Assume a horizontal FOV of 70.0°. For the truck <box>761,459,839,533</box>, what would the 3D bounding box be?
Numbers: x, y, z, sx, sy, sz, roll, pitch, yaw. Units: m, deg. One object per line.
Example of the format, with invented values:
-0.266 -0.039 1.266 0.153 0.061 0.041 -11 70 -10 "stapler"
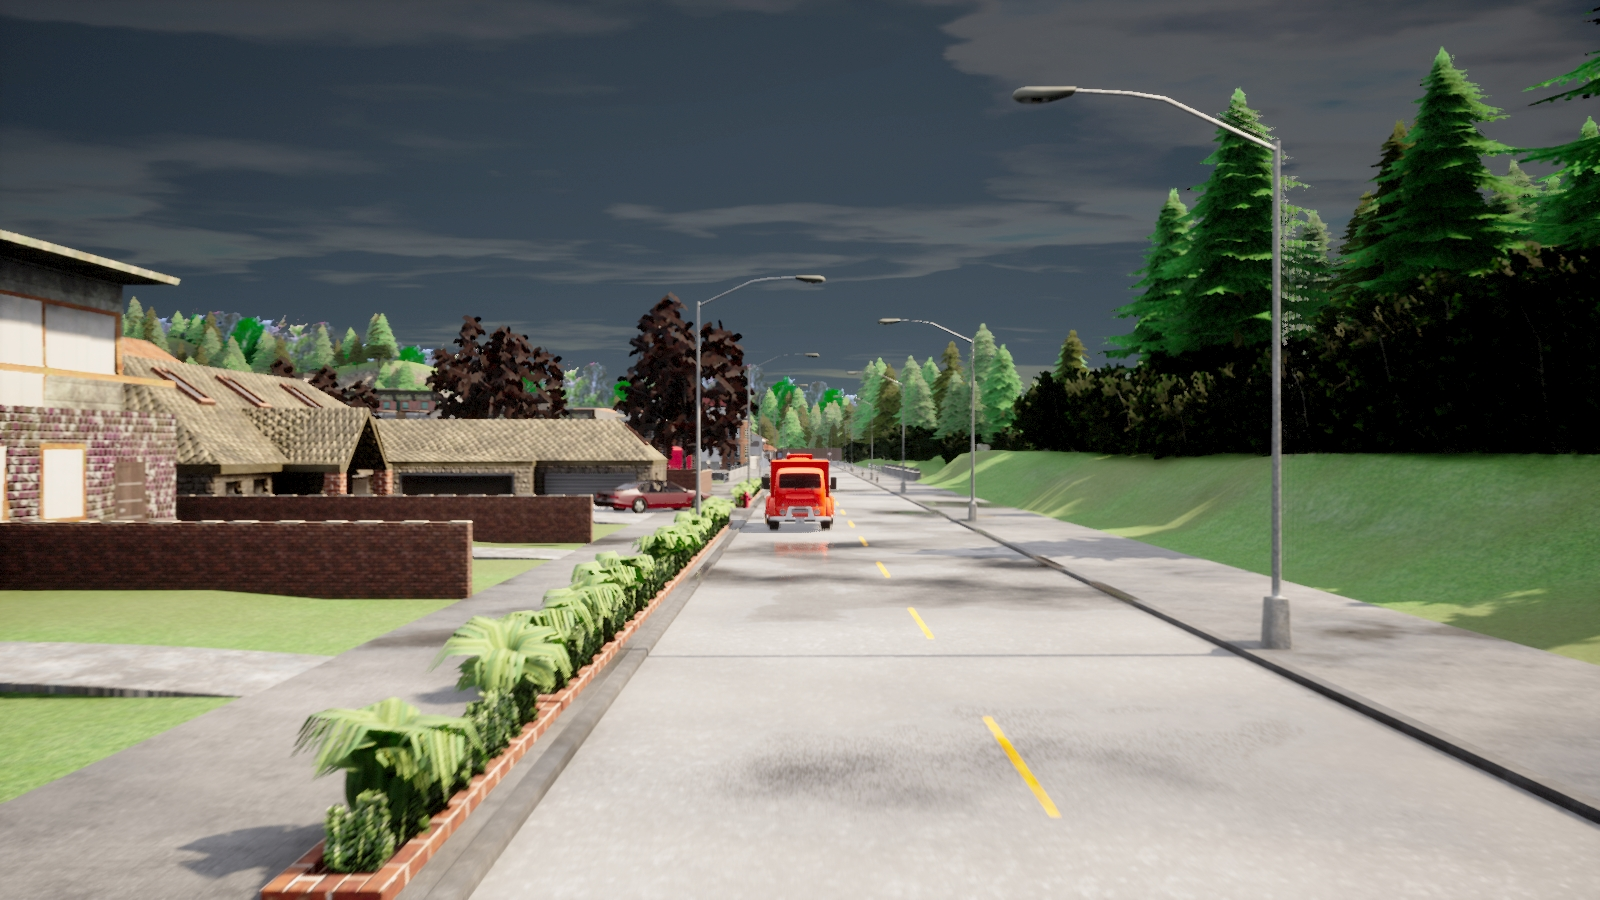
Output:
-0.004 1.568 41.055 2.627 2.467 5.204 0 0 0 "truck"
